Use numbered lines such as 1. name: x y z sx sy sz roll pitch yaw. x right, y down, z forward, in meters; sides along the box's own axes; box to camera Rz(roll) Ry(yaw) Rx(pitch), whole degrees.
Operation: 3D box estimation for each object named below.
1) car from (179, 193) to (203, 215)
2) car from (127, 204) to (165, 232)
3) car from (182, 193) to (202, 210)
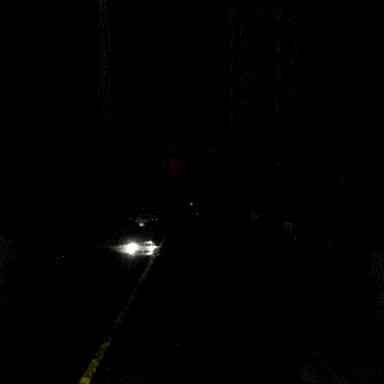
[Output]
1. car: -0.091 1.218 33.855 2.150 2.045 5.566 0 0 -1
2. car: -2.701 1.491 20.319 2.128 1.511 4.902 0 0 0
3. car: 0.064 1.216 44.983 2.150 2.045 5.566 0 0 6
